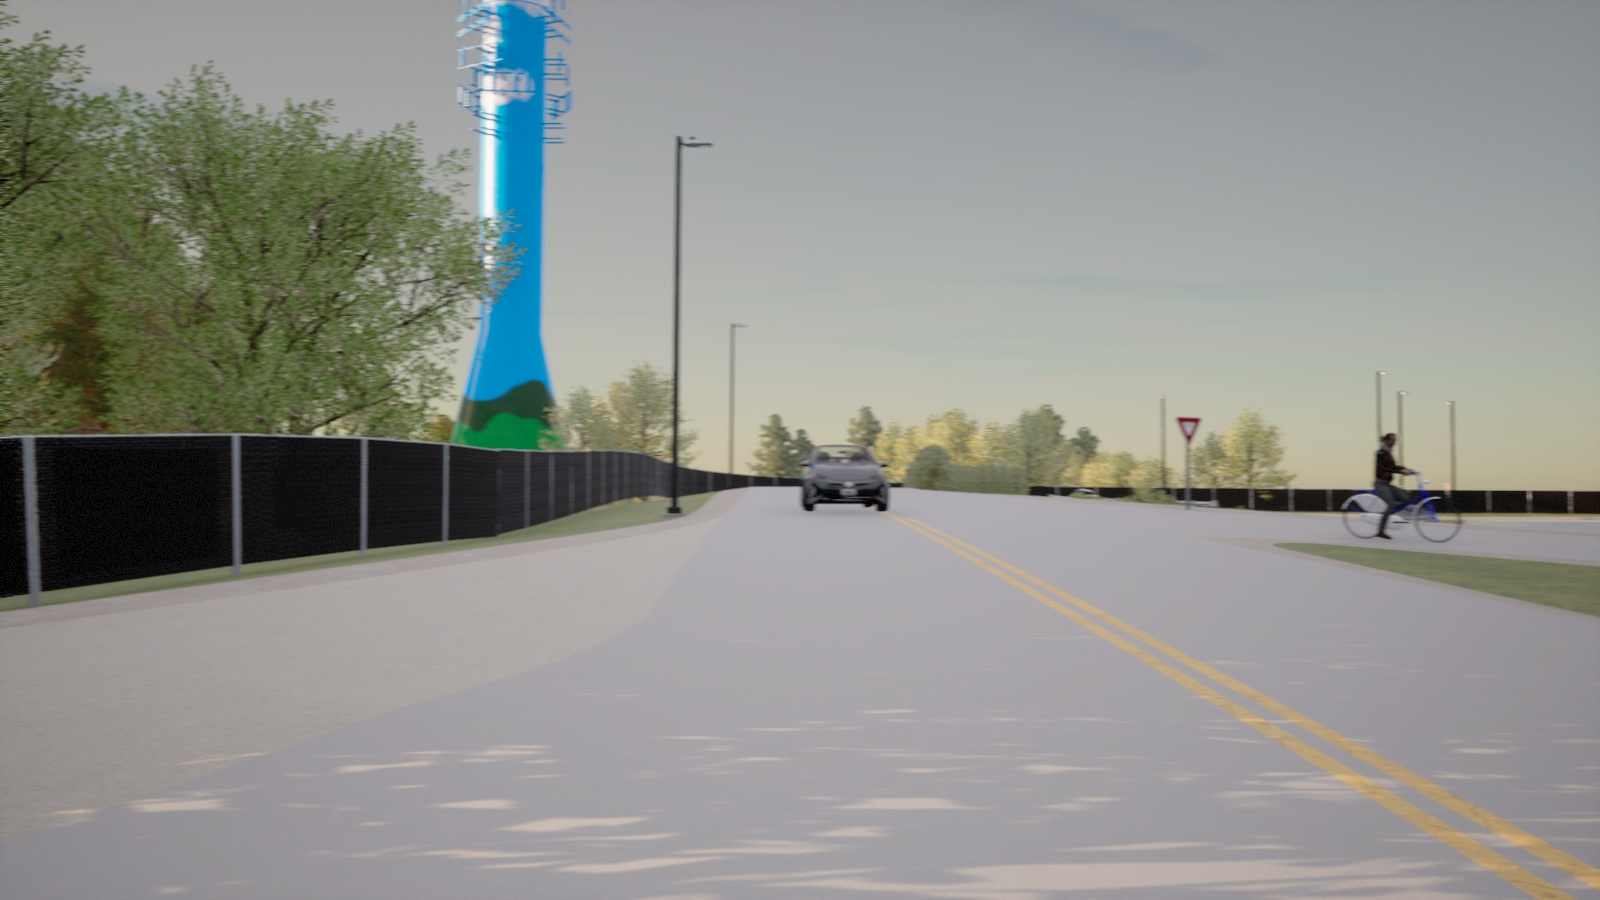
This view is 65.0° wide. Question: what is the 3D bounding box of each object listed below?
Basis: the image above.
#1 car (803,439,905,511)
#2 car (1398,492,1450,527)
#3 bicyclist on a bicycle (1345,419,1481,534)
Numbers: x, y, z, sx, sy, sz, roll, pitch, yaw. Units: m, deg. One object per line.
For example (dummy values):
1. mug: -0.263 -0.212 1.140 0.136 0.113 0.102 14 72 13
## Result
1. car: 1.169 0.558 29.267 2.007 1.525 4.514 -1 -1 -2
2. car: 32.112 3.050 64.745 1.789 1.549 3.705 -6 -3 18
3. bicyclist on a bicycle: 9.876 0.415 20.272 0.659 1.776 1.843 1 -1 -44
